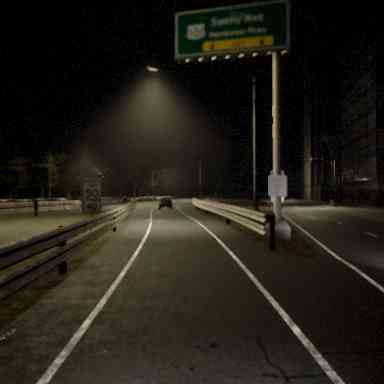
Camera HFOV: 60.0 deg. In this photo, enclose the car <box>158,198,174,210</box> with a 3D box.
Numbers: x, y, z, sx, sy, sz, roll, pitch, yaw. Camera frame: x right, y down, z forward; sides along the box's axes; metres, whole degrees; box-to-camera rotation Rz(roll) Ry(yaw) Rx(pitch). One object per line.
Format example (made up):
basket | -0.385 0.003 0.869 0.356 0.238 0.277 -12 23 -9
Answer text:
car | -3.588 1.628 45.951 1.837 1.490 4.892 0 0 -3
